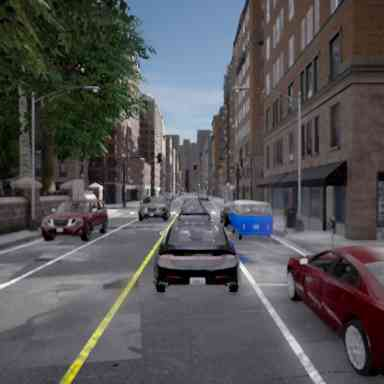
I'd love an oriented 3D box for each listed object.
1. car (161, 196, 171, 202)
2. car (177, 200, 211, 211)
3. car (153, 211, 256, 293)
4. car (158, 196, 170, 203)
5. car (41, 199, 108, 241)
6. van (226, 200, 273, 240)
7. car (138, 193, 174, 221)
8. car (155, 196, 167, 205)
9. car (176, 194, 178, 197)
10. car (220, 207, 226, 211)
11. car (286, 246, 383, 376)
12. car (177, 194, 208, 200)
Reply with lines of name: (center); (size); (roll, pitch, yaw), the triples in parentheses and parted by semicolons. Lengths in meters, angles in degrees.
car: (-5.561, 1.486, 71.297); (1.887, 1.381, 4.507); (0, 0, 0)
car: (0.127, 1.482, 19.579); (2.128, 1.511, 4.902); (0, 0, 0)
car: (0.113, 1.490, 8.803); (2.128, 1.511, 4.902); (0, 0, 0)
car: (-5.569, 1.495, 65.846); (2.008, 1.369, 4.403); (0, 0, 0)
car: (-5.645, 1.308, 16.707); (2.192, 1.841, 5.009); (0, 0, 0)
van: (2.880, 1.334, 16.734); (1.690, 1.788, 3.998); (0, 0, 0)
car: (-2.959, 1.312, 27.170); (2.150, 2.045, 5.566); (0, 0, 0)
car: (-5.578, 1.474, 60.226); (1.752, 1.417, 4.829); (0, 0, 0)
car: (-5.535, 1.488, 87.649); (2.008, 1.369, 4.403); (0, 0, 0)
car: (2.889, 1.555, 22.394); (1.947, 1.339, 4.313); (0, 0, 0)
car: (2.863, 1.543, 5.413); (1.887, 1.381, 4.507); (0, 0, 0)
car: (0.042, 1.335, 28.756); (2.097, 1.767, 4.553); (0, 0, 0)
